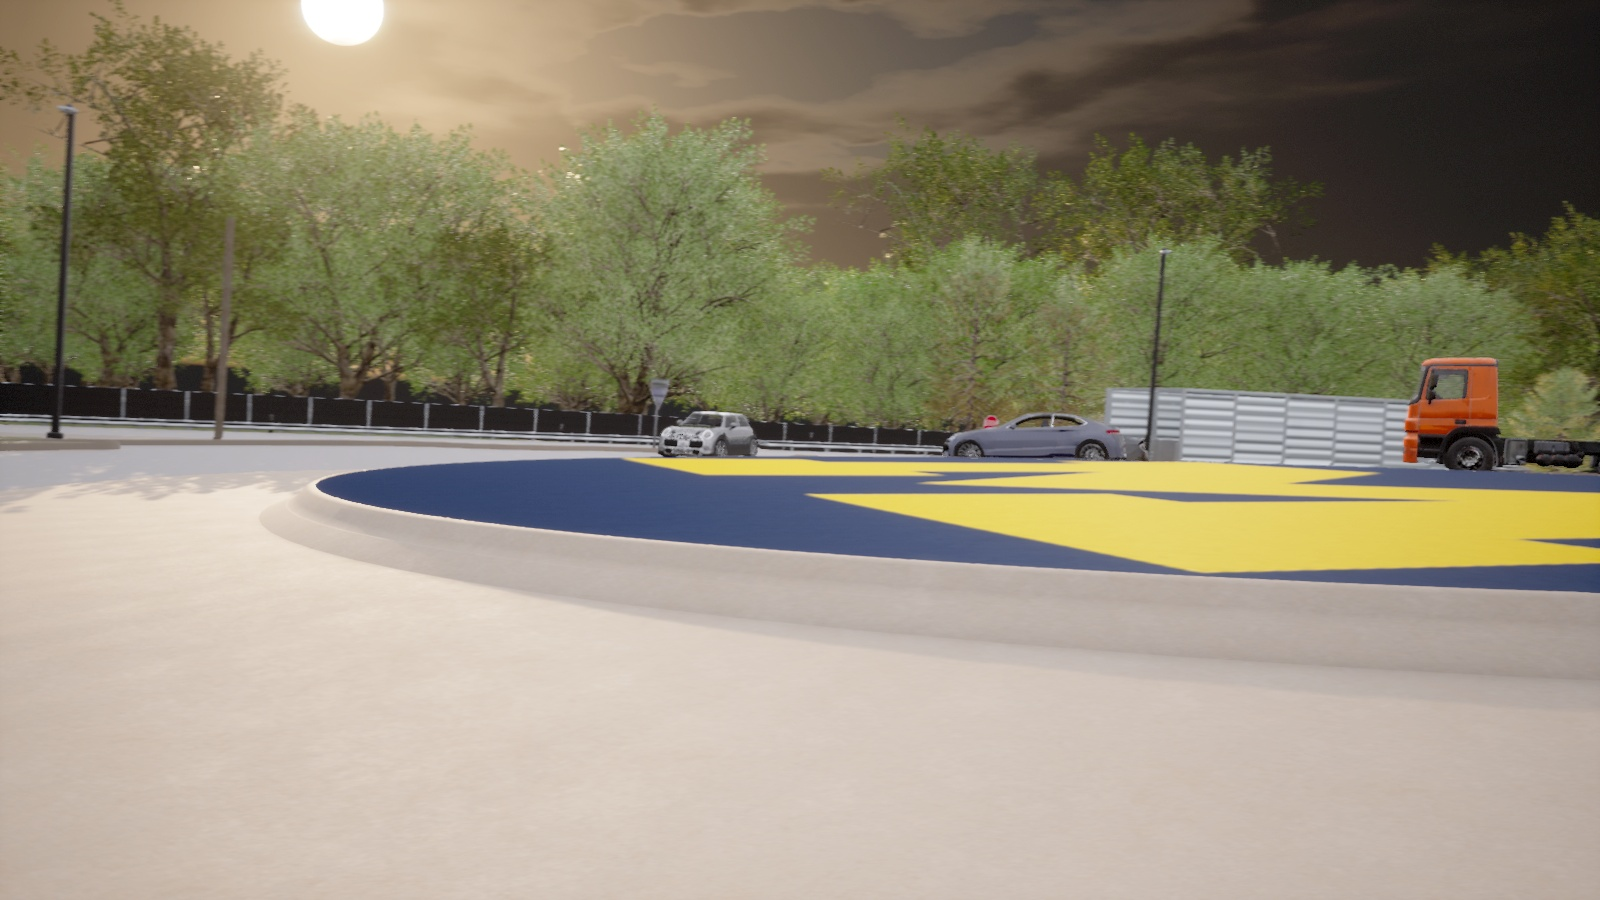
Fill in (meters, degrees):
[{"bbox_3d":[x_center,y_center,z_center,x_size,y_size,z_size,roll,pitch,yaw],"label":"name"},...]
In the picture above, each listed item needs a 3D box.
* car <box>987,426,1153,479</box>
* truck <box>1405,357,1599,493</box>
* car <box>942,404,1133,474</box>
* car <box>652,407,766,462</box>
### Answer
[{"bbox_3d":[8.418,0.046,39.303,4.902,1.511,2.128,1,2,12],"label":"car"},{"bbox_3d":[21.041,-0.642,34.344,7.936,3.462,2.891,3,1,26],"label":"truck"},{"bbox_3d":[6.525,-0.284,34.855,5.027,1.651,2.152,1,-5,9],"label":"car"},{"bbox_3d":[-2.709,-0.478,38.347,1.970,1.475,3.806,4,2,20],"label":"car"}]
